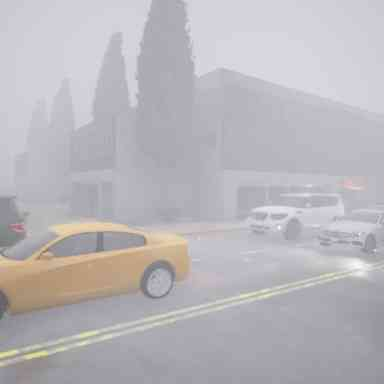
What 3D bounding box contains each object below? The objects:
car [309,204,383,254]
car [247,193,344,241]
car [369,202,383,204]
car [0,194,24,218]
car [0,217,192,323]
[{"bbox_3d":[6.920,1.409,13.039,4.674,1.442,1.812,0,1,-35],"label":"car"},{"bbox_3d":[5.206,1.053,16.115,5.566,2.045,2.150,0,1,-35],"label":"car"},{"bbox_3d":[11.434,1.373,20.329,4.674,1.442,1.812,0,1,-35],"label":"car"},{"bbox_3d":[-6.867,1.058,7.730,5.566,2.045,2.150,0,1,-35],"label":"car"},{"bbox_3d":[-2.353,1.367,6.610,5.008,1.535,1.882,0,1,-35],"label":"car"}]
